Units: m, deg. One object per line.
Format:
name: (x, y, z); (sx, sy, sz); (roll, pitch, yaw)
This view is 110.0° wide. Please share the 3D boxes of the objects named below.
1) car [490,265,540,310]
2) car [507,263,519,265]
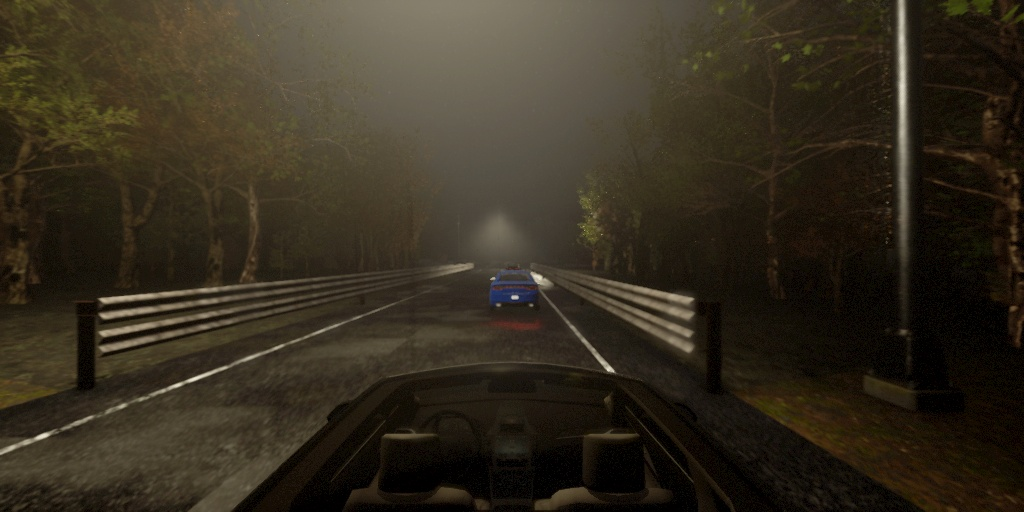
car: (0.110, 1.351, 15.397); (1.882, 1.535, 5.008); (0, 0, 0)
car: (0.145, 1.594, 40.999); (2.128, 1.511, 4.902); (0, 0, 0)
